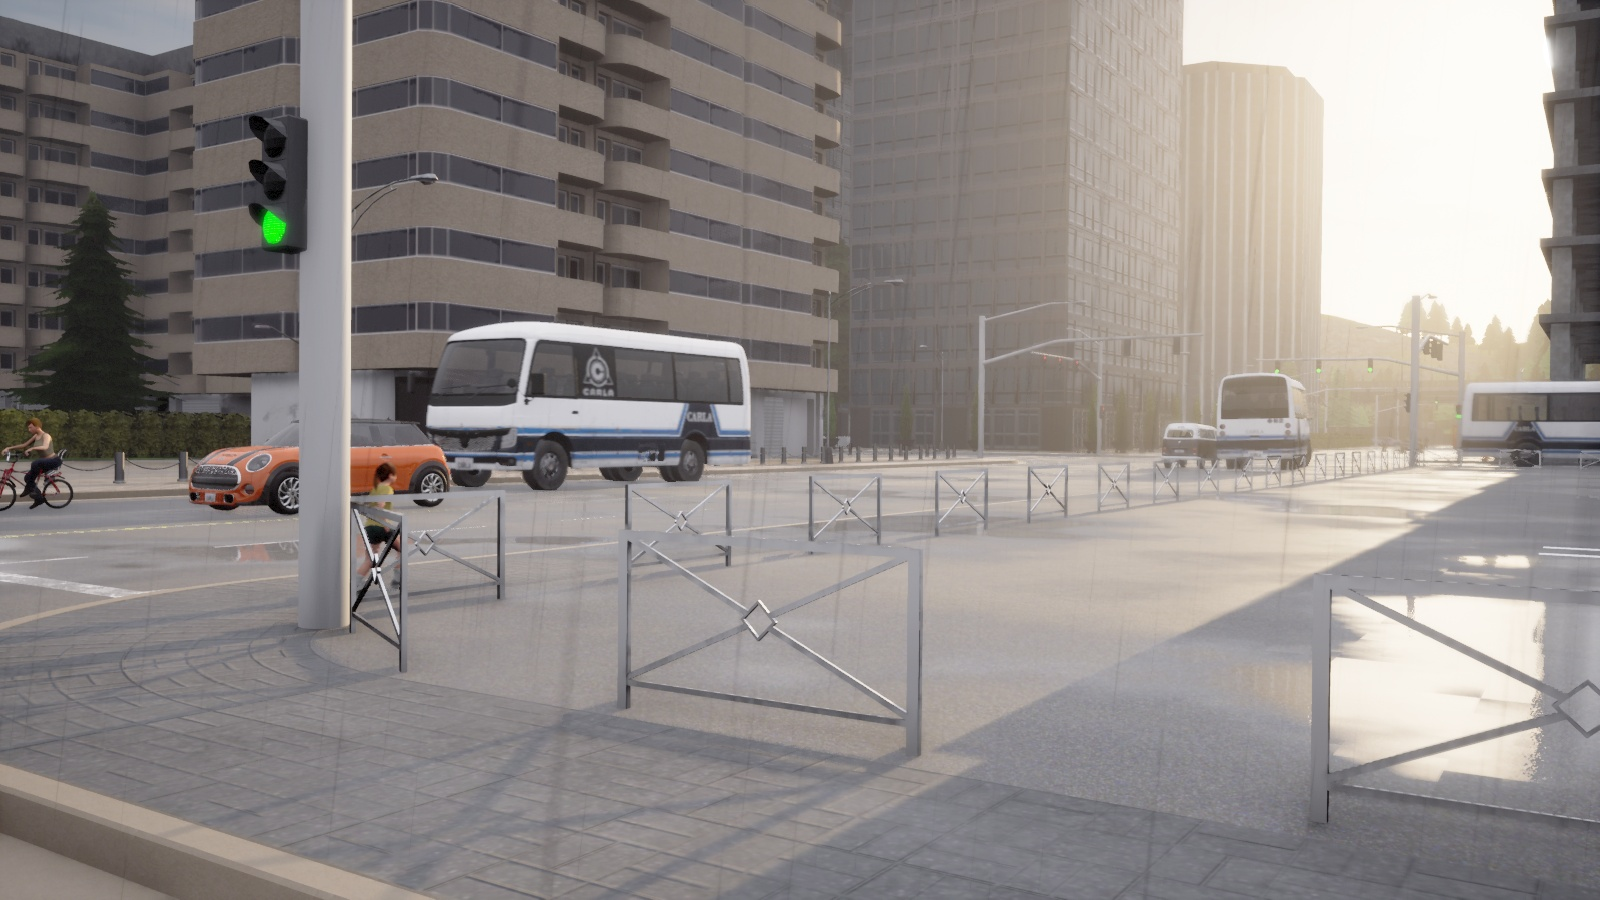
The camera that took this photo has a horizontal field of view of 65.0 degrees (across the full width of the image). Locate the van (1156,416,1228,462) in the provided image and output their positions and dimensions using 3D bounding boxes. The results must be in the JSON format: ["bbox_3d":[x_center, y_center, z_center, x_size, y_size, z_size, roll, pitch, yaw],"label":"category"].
[{"bbox_3d":[18.166,-0.510,58.110,2.069,2.038,4.480,0,0,33],"label":"van"}]

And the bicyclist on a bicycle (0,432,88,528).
[{"bbox_3d":[-13.460,0.490,21.949,0.866,1.612,1.509,0,1,33],"label":"bicyclist on a bicycle"}]

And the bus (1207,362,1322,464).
[{"bbox_3d":[22.094,-1.667,59.221,3.944,4.253,10.273,-2,0,26],"label":"bus"}]

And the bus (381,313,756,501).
[{"bbox_3d":[-5.762,-1.056,33.904,3.944,4.253,10.273,0,1,33],"label":"bus"}]

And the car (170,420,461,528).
[{"bbox_3d":[-8.683,0.356,22.910,2.097,1.767,4.553,0,1,33],"label":"car"}]

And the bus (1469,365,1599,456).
[{"bbox_3d":[38.181,-1.871,60.444,10.273,4.253,3.944,0,1,33],"label":"bus"}]

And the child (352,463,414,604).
[{"bbox_3d":[-3.370,0.662,10.154,0.255,1.110,0.394,0,1,32],"label":"child"}]
